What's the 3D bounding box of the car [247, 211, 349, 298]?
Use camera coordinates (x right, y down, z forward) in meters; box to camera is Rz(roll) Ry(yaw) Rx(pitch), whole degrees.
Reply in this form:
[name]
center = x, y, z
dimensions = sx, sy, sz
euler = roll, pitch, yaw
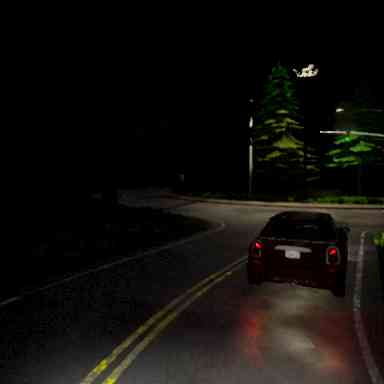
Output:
[car]
center = 3.022, 1.298, 8.947
dimensions = 2.097, 1.767, 4.553
euler = 2, 2, 25
